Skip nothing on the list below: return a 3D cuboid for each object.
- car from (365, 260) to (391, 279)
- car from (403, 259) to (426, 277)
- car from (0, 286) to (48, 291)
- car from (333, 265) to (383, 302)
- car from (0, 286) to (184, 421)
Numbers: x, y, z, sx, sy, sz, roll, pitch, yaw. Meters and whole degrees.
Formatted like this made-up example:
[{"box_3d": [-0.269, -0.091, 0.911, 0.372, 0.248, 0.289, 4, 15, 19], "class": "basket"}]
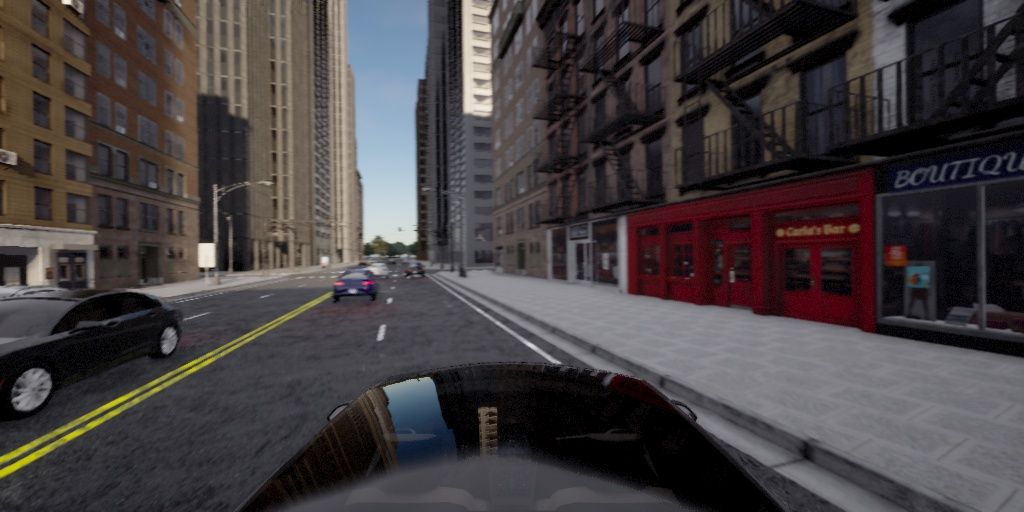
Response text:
[{"box_3d": [-12.869, 1.433, 34.600, 1.812, 1.442, 4.674, -1, 0, -19], "class": "car"}, {"box_3d": [-9.936, 1.389, 37.115, 1.812, 1.442, 4.674, -1, 0, -12], "class": "car"}, {"box_3d": [-11.613, 1.436, 8.051, 1.812, 1.442, 4.674, -1, 0, -17], "class": "car"}, {"box_3d": [-7.638, 1.375, 17.875, 1.812, 1.442, 4.674, -1, 0, -17], "class": "car"}, {"box_3d": [-7.513, 1.359, 5.786, 1.837, 1.490, 4.892, -1, 0, -17], "class": "car"}]
